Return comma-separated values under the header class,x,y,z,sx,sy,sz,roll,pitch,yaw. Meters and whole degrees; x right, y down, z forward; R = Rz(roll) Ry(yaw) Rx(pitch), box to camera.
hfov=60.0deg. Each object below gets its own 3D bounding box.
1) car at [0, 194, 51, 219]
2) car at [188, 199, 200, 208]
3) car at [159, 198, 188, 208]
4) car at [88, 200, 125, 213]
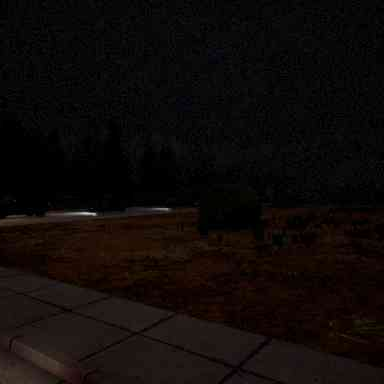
class,x,y,z,sx,sy,sz,roll,pitch,yaw
car,-15.536,1.248,29.740,2.150,2.045,5.566,0,0,36
car,1.880,1.591,47.269,1.994,1.385,4.181,0,0,39
car,-2.290,1.574,47.656,2.033,1.411,5.357,0,0,37
car,-9.641,1.591,37.719,1.994,1.385,4.181,0,0,37
